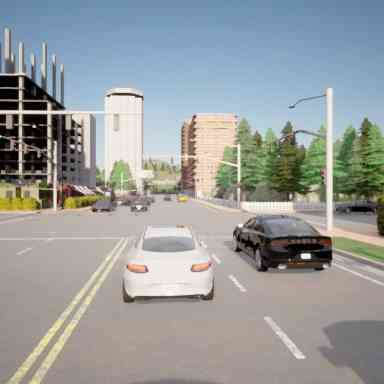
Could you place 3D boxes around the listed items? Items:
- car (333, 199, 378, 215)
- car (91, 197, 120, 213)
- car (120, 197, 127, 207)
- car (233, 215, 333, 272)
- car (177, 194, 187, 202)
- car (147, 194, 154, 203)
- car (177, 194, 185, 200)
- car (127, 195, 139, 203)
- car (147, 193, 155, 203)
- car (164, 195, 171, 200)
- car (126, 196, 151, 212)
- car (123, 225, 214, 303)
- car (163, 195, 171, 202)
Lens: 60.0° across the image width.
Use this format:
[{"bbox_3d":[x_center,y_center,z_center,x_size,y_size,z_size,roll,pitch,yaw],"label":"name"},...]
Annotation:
[{"bbox_3d":[17.026,1.491,34.053,4.902,1.511,2.128,0,0,-3],"label":"car"},{"bbox_3d":[-9.923,1.547,37.545,2.033,1.411,5.357,0,0,-4],"label":"car"},{"bbox_3d":[-10.941,1.492,51.795,2.128,1.511,4.902,0,0,-4],"label":"car"},{"bbox_3d":[2.665,1.478,10.903,1.882,1.535,5.008,0,0,-5],"label":"car"},{"bbox_3d":[-2.169,1.470,76.971,1.882,1.535,5.008,0,0,-4],"label":"car"},{"bbox_3d":[-7.548,1.504,53.436,1.837,1.490,4.892,0,0,-4],"label":"car"},{"bbox_3d":[-2.871,1.304,86.518,1.882,1.535,5.008,0,0,-4],"label":"car"},{"bbox_3d":[-12.064,1.478,68.345,1.882,1.535,5.008,0,0,-4],"label":"car"},{"bbox_3d":[-8.579,1.522,68.668,2.128,1.511,4.902,0,0,-4],"label":"car"},{"bbox_3d":[-6.362,1.379,86.262,1.994,1.385,4.181,0,0,-4],"label":"car"},{"bbox_3d":[-6.088,1.492,38.158,2.128,1.511,4.902,0,0,-9],"label":"car"},{"bbox_3d":[-0.597,1.526,8.162,1.812,1.442,4.674,0,0,-5],"label":"car"},{"bbox_3d":[-5.732,1.517,77.691,2.128,1.511,4.902,0,0,-4],"label":"car"}]
